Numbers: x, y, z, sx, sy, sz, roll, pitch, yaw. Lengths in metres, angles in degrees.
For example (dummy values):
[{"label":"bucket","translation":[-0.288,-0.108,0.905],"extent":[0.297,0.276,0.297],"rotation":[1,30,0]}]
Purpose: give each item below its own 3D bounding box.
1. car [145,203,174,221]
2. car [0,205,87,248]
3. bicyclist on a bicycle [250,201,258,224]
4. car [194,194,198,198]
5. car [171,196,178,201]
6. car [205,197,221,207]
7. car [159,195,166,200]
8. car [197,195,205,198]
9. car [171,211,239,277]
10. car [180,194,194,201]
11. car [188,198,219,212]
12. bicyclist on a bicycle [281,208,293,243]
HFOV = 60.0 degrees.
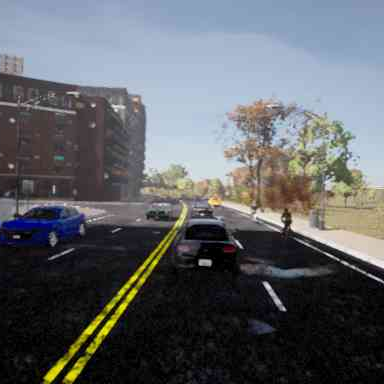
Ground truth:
[{"label":"car","translation":[-2.575,1.602,27.066],"extent":[1.895,1.301,4.718],"rotation":[2,0,1]},{"label":"car","translation":[-6.147,1.345,14.323],"extent":[1.882,1.535,5.008],"rotation":[2,0,2]},{"label":"bicyclist on a bicycle","translation":[4.856,1.579,26.265],"extent":[0.659,1.776,1.843],"rotation":[2,0,1]},{"label":"car","translation":[1.882,1.606,90.366],"extent":[2.097,1.767,4.553],"rotation":[2,0,-5]},{"label":"car","translation":[-4.772,1.657,91.951],"extent":[1.895,1.301,4.718],"rotation":[2,0,-4]},{"label":"car","translation":[3.800,1.727,56.108],"extent":[1.882,1.535,5.008],"rotation":[2,0,-2]},{"label":"car","translation":[-8.007,1.452,91.694],"extent":[1.882,1.535,5.008],"rotation":[2,0,-4]},{"label":"car","translation":[3.011,1.788,73.374],"extent":[2.128,1.511,4.902],"rotation":[2,0,-3]},{"label":"car","translation":[0.411,1.568,10.394],"extent":[1.812,1.442,4.674],"rotation":[2,0,2]},{"label":"car","translation":[-1.365,1.687,90.154],"extent":[2.128,1.511,4.902],"rotation":[2,0,-5]},{"label":"car","translation":[0.833,1.593,28.513],"extent":[2.128,1.511,4.902],"rotation":[2,0,1]},{"label":"bicyclist on a bicycle","translation":[4.653,1.631,16.367],"extent":[0.582,1.620,1.656],"rotation":[2,0,2]}]
